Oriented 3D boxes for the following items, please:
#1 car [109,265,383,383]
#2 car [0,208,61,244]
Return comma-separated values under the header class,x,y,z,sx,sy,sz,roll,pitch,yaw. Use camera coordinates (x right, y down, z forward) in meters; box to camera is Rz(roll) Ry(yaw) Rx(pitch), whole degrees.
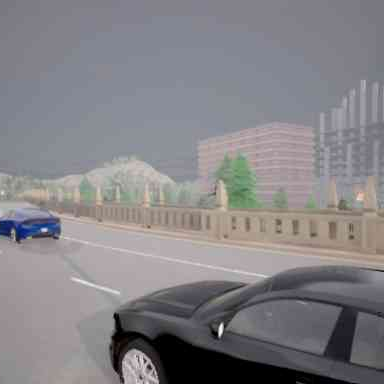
class,x,y,z,sx,sy,sz,roll,pitch,yaw
car,1.313,1.494,3.196,5.008,1.535,1.882,0,0,36
car,-8.132,1.499,16.219,1.882,1.535,5.008,0,0,-44
